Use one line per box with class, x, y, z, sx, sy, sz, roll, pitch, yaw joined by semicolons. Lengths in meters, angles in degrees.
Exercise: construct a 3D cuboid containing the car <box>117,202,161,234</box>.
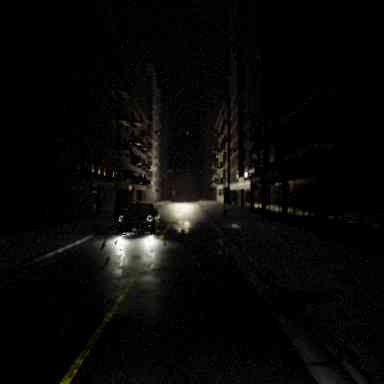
car;-3.097;1.451;20.078;2.097;1.767;4.553;0;0;0
